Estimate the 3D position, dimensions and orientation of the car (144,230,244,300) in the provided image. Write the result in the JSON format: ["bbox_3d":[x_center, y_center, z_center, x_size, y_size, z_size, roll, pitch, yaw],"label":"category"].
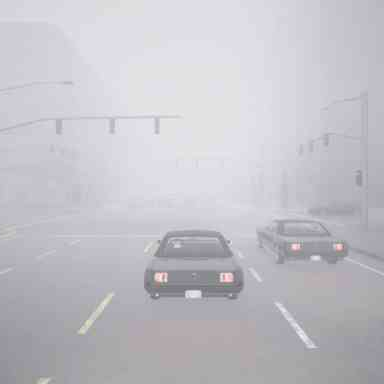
[{"bbox_3d":[0.044,1.601,8.369,1.895,1.301,4.718,0,0,0],"label":"car"}]

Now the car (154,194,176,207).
[{"bbox_3d":[-4.006,1.492,50.457,2.128,1.511,4.902,0,0,0],"label":"car"}]

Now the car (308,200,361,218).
[{"bbox_3d":[13.382,1.533,30.870,5.008,1.535,1.882,0,0,0],"label":"car"}]

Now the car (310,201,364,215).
[{"bbox_3d":[14.931,1.656,34.395,4.718,1.301,1.895,0,0,1],"label":"car"}]

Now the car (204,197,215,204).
[{"bbox_3d":[3.251,1.564,61.581,1.994,1.385,4.181,0,0,1],"label":"car"}]

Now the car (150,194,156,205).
[{"bbox_3d":[-7.477,1.526,57.169,1.812,1.442,4.674,0,0,1],"label":"car"}]

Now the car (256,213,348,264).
[{"bbox_3d":[3.551,1.601,11.754,1.895,1.301,4.718,0,0,0],"label":"car"}]

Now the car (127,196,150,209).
[{"bbox_3d":[-7.550,1.352,45.769,2.097,1.767,4.553,0,0,1],"label":"car"}]

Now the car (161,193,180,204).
[{"bbox_3d":[-3.923,1.224,61.128,2.150,2.045,5.566,0,0,1],"label":"car"}]

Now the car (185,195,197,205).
[{"bbox_3d":[-0.257,1.352,60.657,2.097,1.767,4.553,0,0,0],"label":"car"}]

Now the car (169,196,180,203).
[{"bbox_3d":[-3.748,1.552,72.147,1.994,1.385,4.181,0,0,1],"label":"car"}]

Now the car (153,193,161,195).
[{"bbox_3d":[-7.279,1.225,69.215,2.150,2.045,5.566,0,0,1],"label":"car"}]
